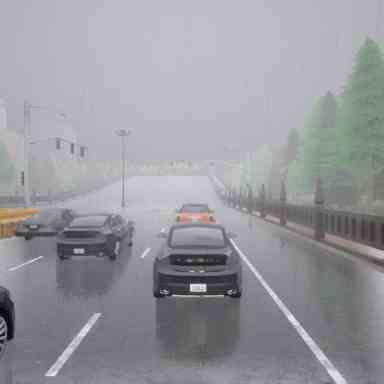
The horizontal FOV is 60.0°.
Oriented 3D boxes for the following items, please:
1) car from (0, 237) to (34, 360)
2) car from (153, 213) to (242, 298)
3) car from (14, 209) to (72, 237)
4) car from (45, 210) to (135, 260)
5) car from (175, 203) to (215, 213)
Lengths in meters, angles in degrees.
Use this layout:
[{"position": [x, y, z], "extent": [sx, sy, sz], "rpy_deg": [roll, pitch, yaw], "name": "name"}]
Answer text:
[{"position": [-3.393, 1.492, 2.723], "extent": [2.128, 1.511, 4.902], "rpy_deg": [0, 0, 0], "name": "car"}, {"position": [0.124, 1.505, 8.499], "extent": [1.837, 1.490, 4.892], "rpy_deg": [0, 0, 0], "name": "car"}, {"position": [-6.852, 1.548, 16.917], "extent": [2.033, 1.411, 5.357], "rpy_deg": [0, 0, 0], "name": "car"}, {"position": [-3.364, 1.506, 12.344], "extent": [1.837, 1.490, 4.892], "rpy_deg": [0, 0, 0], "name": "car"}, {"position": [0.150, 1.351, 17.873], "extent": [2.097, 1.767, 4.553], "rpy_deg": [0, 0, 0], "name": "car"}]
